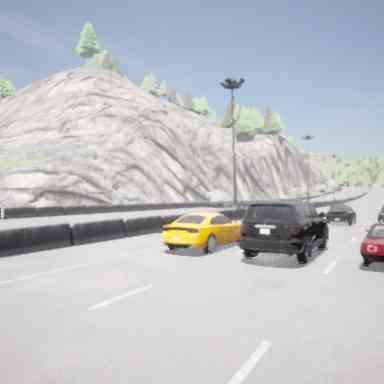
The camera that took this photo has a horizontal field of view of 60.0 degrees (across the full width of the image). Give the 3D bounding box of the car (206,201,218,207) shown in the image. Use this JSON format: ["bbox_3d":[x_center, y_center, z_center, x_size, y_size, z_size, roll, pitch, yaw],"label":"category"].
[{"bbox_3d":[4.415,2.375,62.052,1.895,1.301,4.718,-1,-1,31],"label":"car"}]

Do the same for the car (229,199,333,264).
[{"bbox_3d":[3.665,1.341,12.684,2.150,2.045,5.566,-1,-1,31],"label":"car"}]

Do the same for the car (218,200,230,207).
[{"bbox_3d":[7.128,2.227,59.823,2.128,1.511,4.902,-1,-1,31],"label":"car"}]

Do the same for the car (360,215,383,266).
[{"bbox_3d":[6.911,1.689,11.275,1.895,1.301,4.718,-1,-1,31],"label":"car"}]

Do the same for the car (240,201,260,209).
[{"bbox_3d":[10.234,2.266,58.214,1.994,1.385,4.181,-1,-1,31],"label":"car"}]

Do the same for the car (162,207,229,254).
[{"bbox_3d":[0.704,1.631,14.542,1.882,1.535,5.008,-1,-1,31],"label":"car"}]

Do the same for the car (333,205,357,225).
[{"bbox_3d":[11.905,1.781,26.541,1.837,1.490,4.892,-1,0,31],"label":"car"}]

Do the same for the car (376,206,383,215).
[{"bbox_3d":[14.870,1.731,24.682,2.128,1.511,4.902,-1,-1,31],"label":"car"}]

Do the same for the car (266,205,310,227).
[{"bbox_3d":[7.758,1.835,26.454,2.033,1.411,5.357,-1,-1,31],"label":"car"}]

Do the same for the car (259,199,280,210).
[{"bbox_3d":[13.239,2.020,56.429,2.097,1.767,4.553,-1,-1,31],"label":"car"}]
